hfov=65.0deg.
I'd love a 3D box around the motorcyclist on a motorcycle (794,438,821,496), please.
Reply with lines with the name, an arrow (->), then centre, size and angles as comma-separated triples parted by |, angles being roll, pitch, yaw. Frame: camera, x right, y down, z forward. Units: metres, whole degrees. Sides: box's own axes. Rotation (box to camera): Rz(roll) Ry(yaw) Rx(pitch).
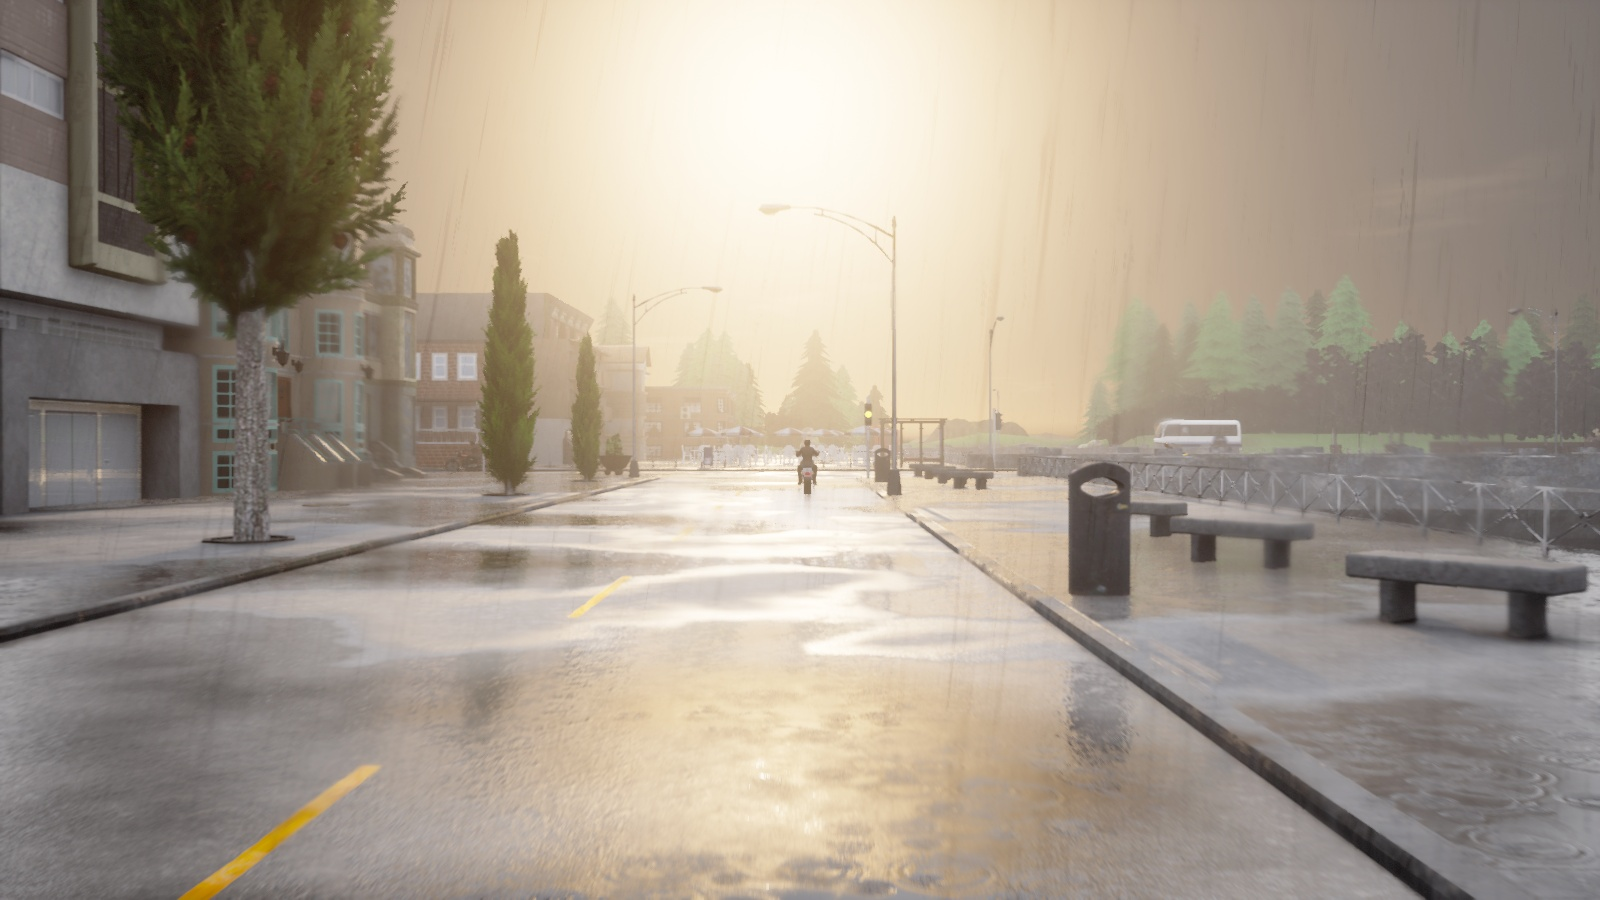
motorcyclist on a motorcycle -> 0.222, 0.486, 37.377 | 0.766, 1.649, 2.350 | 0, 0, 0

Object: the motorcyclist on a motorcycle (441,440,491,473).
motorcyclist on a motorcycle -> -16.930, 0.324, 63.706 | 2.350, 1.649, 0.766 | 0, 0, 0
